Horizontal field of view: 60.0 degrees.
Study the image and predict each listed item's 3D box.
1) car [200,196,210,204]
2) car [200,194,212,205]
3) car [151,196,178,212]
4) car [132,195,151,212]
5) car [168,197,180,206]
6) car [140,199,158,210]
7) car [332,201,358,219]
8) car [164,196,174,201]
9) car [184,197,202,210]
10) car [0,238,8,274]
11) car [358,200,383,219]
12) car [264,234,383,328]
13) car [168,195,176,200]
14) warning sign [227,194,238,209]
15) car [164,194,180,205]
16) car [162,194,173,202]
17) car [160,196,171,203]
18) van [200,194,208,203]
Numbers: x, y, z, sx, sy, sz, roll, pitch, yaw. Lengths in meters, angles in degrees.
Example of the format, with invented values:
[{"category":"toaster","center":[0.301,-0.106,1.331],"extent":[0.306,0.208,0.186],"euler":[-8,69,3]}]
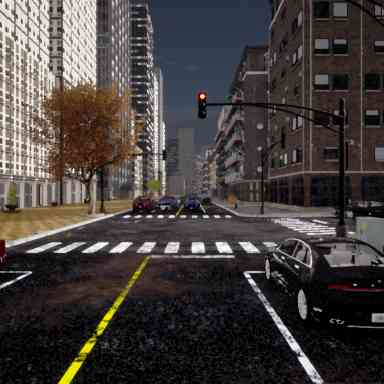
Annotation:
[{"category":"car","center":[2.649,1.578,67.076],"extent":[1.752,1.417,4.829],"euler":[0,0,0]},{"category":"car","center":[2.652,1.611,61.384],"extent":[1.947,1.339,4.313],"euler":[0,0,0]},{"category":"car","center":[-3.124,1.512,38.466],"extent":[2.128,1.511,4.902],"euler":[0,0,0]},{"category":"car","center":[-5.717,1.336,39.288],"extent":[2.192,1.841,5.009],"euler":[0,0,0]},{"category":"car","center":[-3.116,1.642,58.416],"extent":[1.895,1.301,4.718],"euler":[0,0,0]},{"category":"car","center":[-5.719,1.592,44.811],"extent":[1.947,1.339,4.313],"euler":[0,0,0]},{"category":"car","center":[13.409,1.350,26.316],"extent":[4.403,1.369,2.008],"euler":[-1,1,-1]},{"category":"car","center":[-5.742,1.632,83.471],"extent":[2.008,1.369,4.403],"euler":[0,0,0]},{"category":"car","center":[0.015,1.625,42.258],"extent":[1.895,1.301,4.718],"euler":[0,0,1]},{"category":"car","center":[-5.697,1.545,6.900],"extent":[1.887,1.381,4.507],"euler":[0,0,0]},{"category":"car","center":[14.664,1.346,23.749],"extent":[4.181,1.385,1.994],"euler":[-1,0,-1]},{"category":"car","center":[2.683,1.552,6.904],"extent":[2.008,1.369,4.403],"euler":[0,0,0]},{"category":"car","center":[-5.749,1.654,94.516],"extent":[2.008,1.369,4.403],"euler":[0,0,0]},{"category":"warning sign","center":[5.043,1.139,41.419],"extent":[1.300,1.860,1.060],"euler":[0,0,0]},{"category":"car","center":[-3.125,1.382,48.345],"extent":[2.097,1.767,4.553],"euler":[0,0,0]},{"category":"car","center":[-5.739,1.386,77.947],"extent":[2.192,1.841,5.009],"euler":[0,0,0]},{"category":"car","center":[-5.736,1.627,72.425],"extent":[1.947,1.339,4.313],"euler":[0,0,0]},{"category":"van","center":[2.645,1.402,72.430],"extent":[1.690,1.788,3.998],"euler":[0,0,0]}]
